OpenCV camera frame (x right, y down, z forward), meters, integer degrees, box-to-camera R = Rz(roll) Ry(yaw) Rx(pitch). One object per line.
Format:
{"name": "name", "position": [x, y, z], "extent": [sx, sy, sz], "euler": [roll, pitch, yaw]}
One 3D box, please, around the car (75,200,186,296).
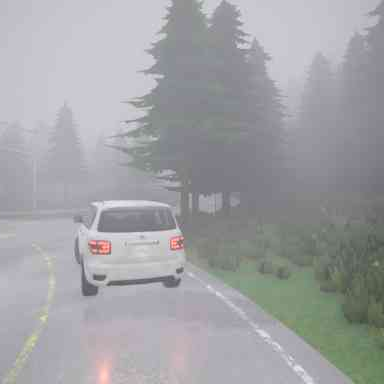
{"name": "car", "position": [-1.901, 1.221, 8.996], "extent": [2.150, 2.045, 5.566], "euler": [0, 0, -20]}
